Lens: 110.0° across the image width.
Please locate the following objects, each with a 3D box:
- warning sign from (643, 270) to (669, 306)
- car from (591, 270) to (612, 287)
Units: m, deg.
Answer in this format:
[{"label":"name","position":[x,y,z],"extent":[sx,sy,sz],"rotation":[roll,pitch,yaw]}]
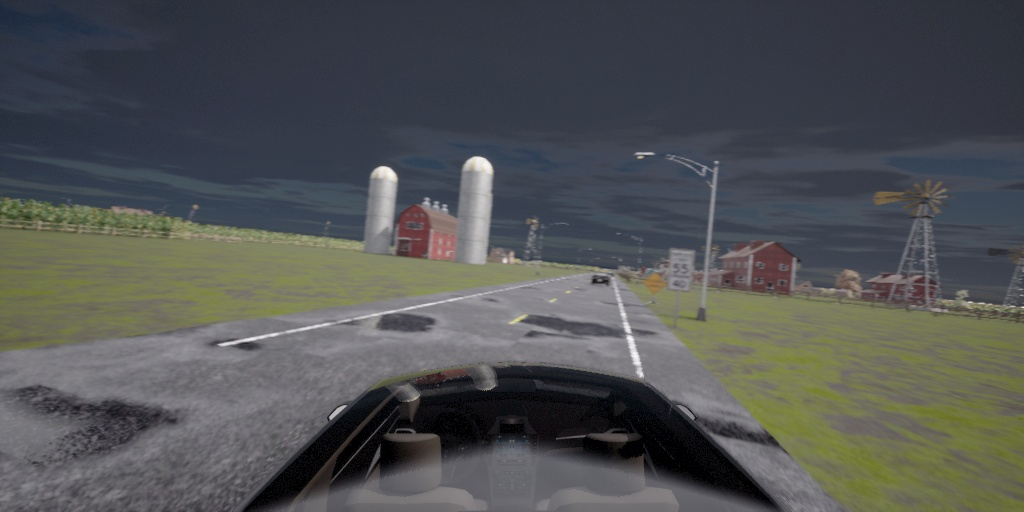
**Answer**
[{"label":"warning sign","position":[8.072,1.828,20.572],"extent":[1.300,1.860,1.060],"rotation":[0,0,15]},{"label":"car","position":[10.089,2.573,40.760],"extent":[1.882,1.535,5.008],"rotation":[6,-1,15]}]
